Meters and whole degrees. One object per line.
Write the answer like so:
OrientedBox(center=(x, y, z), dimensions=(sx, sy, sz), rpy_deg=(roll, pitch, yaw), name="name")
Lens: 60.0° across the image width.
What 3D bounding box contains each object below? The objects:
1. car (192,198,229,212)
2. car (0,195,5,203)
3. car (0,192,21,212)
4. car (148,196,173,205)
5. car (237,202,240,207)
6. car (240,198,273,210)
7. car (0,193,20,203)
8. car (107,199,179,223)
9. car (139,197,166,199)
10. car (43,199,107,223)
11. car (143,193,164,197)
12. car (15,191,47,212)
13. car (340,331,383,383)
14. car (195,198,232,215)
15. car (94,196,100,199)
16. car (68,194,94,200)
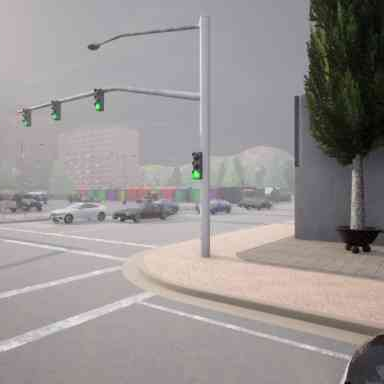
OrientedBox(center=(2.316, 1.491, 40.252), dimensions=(2.128, 1.511, 4.902), rpy_deg=(0, 0, 37), name="car")
OrientedBox(center=(-38.254, 1.364, 64.542), dimensions=(3.905, 1.438, 1.784), rpy_deg=(0, 0, 35), name="car")
OrientedBox(center=(-19.919, 1.153, 34.138), dimensions=(4.605, 1.855, 1.932), rpy_deg=(0, 0, 35), name="car")
OrientedBox(center=(-5.239, 1.395, 54.882), dimensions=(3.806, 1.475, 1.970), rpy_deg=(0, 0, 35), name="car")
OrientedBox(center=(8.652, 1.547, 48.696), dimensions=(2.033, 1.411, 5.357), rpy_deg=(0, 0, 37), name="car")
OrientedBox(center=(8.730, 1.547, 42.988), dimensions=(2.033, 1.411, 5.357), rpy_deg=(0, 0, 37), name="car")
OrientedBox(center=(-36.747, 1.153, 66.763), dimensions=(4.605, 1.855, 1.932), rpy_deg=(0, 0, 35), name="car")
OrientedBox(center=(-3.707, 1.547, 26.283), dimensions=(2.033, 1.411, 5.357), rpy_deg=(0, 0, 36), name="car")
OrientedBox(center=(-3.160, 1.526, 32.890), dimensions=(1.812, 1.442, 4.674), rpy_deg=(0, 0, 37), name="car")
OrientedBox(center=(-8.546, 1.526, 25.547), dimensions=(1.812, 1.442, 4.674), rpy_deg=(0, 0, 38), name="car")
OrientedBox(center=(-6.918, 1.156, 52.523), dimensions=(3.866, 1.878, 1.905), rpy_deg=(0, 0, 35), name="car")
OrientedBox(center=(-18.205, 1.156, 36.471), dimensions=(3.866, 1.878, 1.905), rpy_deg=(0, 0, 35), name="car")
OrientedBox(center=(3.358, 1.492, 1.570), dimensions=(4.902, 1.511, 2.128), rpy_deg=(0, 0, 36), name="car")
OrientedBox(center=(2.436, 1.526, 34.547), dimensions=(1.812, 1.442, 4.674), rpy_deg=(0, 0, 37), name="car")
OrientedBox(center=(-19.519, 1.364, 64.940), dimensions=(3.905, 1.438, 1.784), rpy_deg=(0, 0, 35), name="car")
OrientedBox(center=(-21.242, 1.153, 62.611), dimensions=(4.605, 1.855, 1.932), rpy_deg=(0, 0, 35), name="car")
